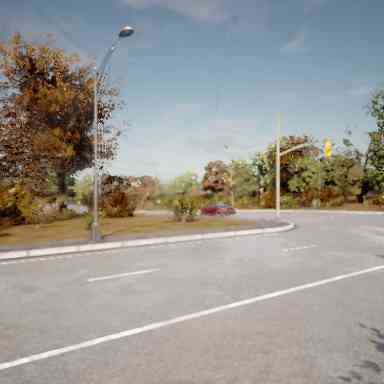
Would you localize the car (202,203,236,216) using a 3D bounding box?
[{"bbox_3d":[2.781,1.810,35.217,1.994,1.385,4.181,0,-2,-32],"label":"car"}]
